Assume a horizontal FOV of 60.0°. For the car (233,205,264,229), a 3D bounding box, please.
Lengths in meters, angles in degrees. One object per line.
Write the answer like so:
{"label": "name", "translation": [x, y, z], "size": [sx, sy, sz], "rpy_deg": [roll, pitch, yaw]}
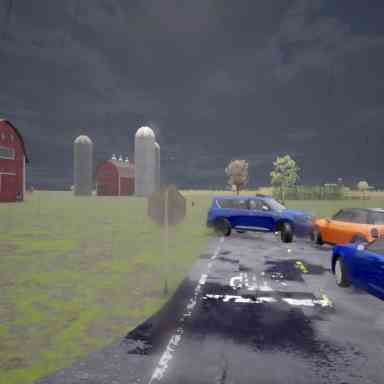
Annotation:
{"label": "car", "translation": [3.818, 1.601, 22.711], "size": [1.895, 1.301, 4.718], "rpy_deg": [0, 0, 9]}

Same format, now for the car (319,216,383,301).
{"label": "car", "translation": [4.470, 1.480, 6.311], "size": [1.882, 1.535, 5.008], "rpy_deg": [0, 0, -3]}

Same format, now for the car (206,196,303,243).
{"label": "car", "translation": [3.334, 1.218, 16.476], "size": [5.566, 2.045, 2.150], "rpy_deg": [0, 0, 37]}

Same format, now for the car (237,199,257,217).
{"label": "car", "translation": [5.454, 1.502, 33.022], "size": [1.837, 1.490, 4.892], "rpy_deg": [0, 0, 9]}

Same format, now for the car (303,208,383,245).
{"label": "car", "translation": [6.355, 1.364, 12.657], "size": [2.097, 1.767, 4.553], "rpy_deg": [0, 0, -6]}
